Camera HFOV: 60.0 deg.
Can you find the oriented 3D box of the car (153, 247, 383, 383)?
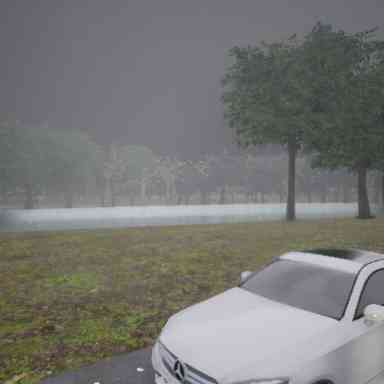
[{"bbox_3d":[1.752,1.526,4.329,4.674,1.442,1.812,0,0,-36],"label":"car"}]
